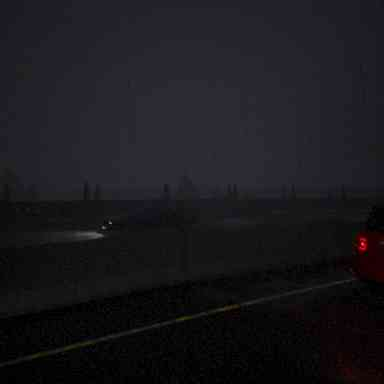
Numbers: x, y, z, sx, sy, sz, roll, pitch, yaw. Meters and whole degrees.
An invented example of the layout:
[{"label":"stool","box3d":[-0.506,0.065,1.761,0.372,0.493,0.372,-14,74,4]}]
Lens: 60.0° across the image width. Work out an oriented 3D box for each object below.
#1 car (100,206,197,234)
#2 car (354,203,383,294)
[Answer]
[{"label":"car","box3d":[-2.338,1.487,18.846,5.357,1.411,2.033,0,0,-30]},{"label":"car","box3d":[5.966,1.202,7.270,5.566,2.045,2.150,0,0,-30]}]
